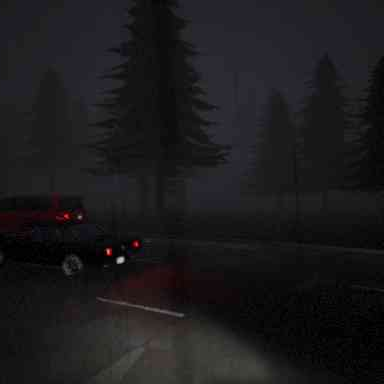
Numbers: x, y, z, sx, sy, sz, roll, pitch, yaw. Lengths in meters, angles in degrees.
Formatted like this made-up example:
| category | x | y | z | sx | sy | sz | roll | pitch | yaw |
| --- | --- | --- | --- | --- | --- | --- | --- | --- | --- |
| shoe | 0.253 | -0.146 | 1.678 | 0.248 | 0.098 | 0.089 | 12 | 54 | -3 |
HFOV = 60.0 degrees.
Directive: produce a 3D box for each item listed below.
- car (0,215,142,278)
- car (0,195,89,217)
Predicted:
| category | x | y | z | sx | sy | sz | roll | pitch | yaw |
| --- | --- | --- | --- | --- | --- | --- | --- | --- | --- |
| car | -3.959 | 1.548 | 9.827 | 4.718 | 1.301 | 1.895 | 0 | 0 | 23 |
| car | -7.249 | 1.149 | 14.657 | 5.566 | 2.045 | 2.150 | 0 | 0 | 17 |
